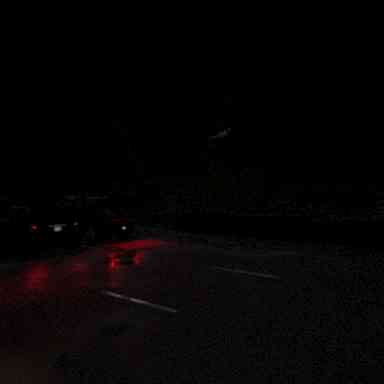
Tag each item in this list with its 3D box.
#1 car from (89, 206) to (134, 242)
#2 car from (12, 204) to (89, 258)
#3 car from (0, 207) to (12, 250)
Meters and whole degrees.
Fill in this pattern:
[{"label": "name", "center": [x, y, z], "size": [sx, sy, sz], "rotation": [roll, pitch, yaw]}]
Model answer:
[{"label": "car", "center": [-5.006, 1.413, 16.100], "size": [5.008, 1.535, 1.882], "rotation": [0, 0, 36]}, {"label": "car", "center": [-6.381, 1.292, 12.781], "size": [4.553, 1.767, 2.097], "rotation": [0, 0, 36]}, {"label": "car", "center": [-7.683, 1.166, 9.412], "size": [5.566, 2.045, 2.150], "rotation": [0, 0, 35]}]
